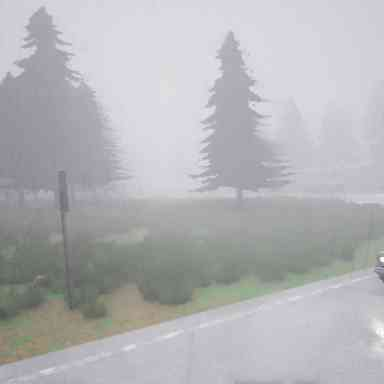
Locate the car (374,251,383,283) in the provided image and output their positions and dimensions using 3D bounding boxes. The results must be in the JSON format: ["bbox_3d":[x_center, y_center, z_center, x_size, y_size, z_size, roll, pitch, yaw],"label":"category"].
[{"bbox_3d":[6.431,1.591,8.104,4.718,1.301,1.895,0,0,-36],"label":"car"}]

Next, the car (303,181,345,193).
[{"bbox_3d":[14.297,-0.456,36.903,1.882,1.535,5.008,-5,3,-36],"label":"car"}]
